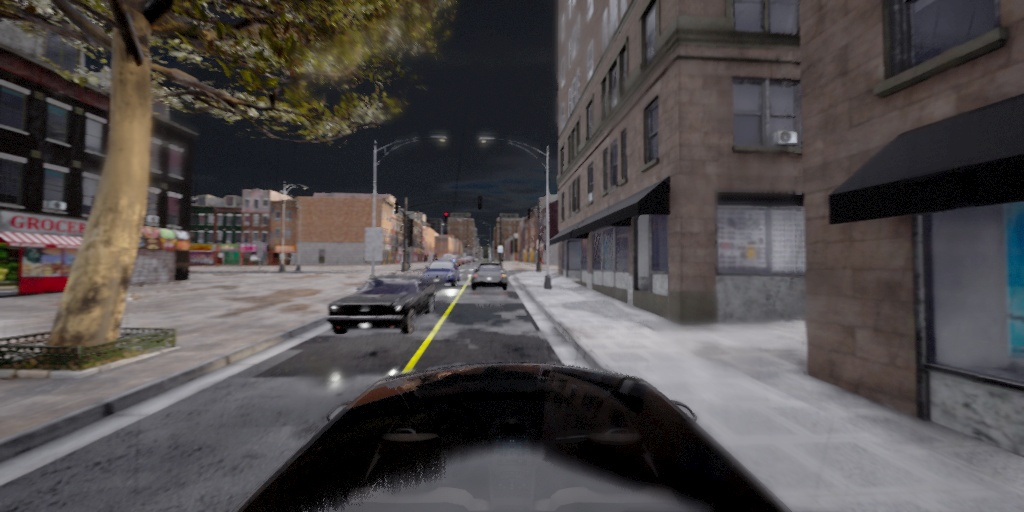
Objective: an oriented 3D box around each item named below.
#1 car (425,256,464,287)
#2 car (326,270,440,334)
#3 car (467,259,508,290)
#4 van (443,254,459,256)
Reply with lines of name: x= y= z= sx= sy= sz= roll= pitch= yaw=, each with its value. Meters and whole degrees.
car: x=-4.173 y=0.982 z=21.652 sx=1.812 sy=1.442 sz=4.674 roll=0 pitch=1 yaw=-3
car: x=-3.463 y=1.255 z=10.381 sx=1.895 sy=1.301 sz=4.718 roll=0 pitch=1 yaw=-3
car: x=-1.251 y=1.078 z=20.224 sx=1.994 sy=1.385 sz=4.181 roll=0 pitch=1 yaw=-3
van: x=-8.502 y=0.656 z=48.131 sx=1.690 sy=1.789 sz=3.998 roll=0 pitch=0 yaw=-4
